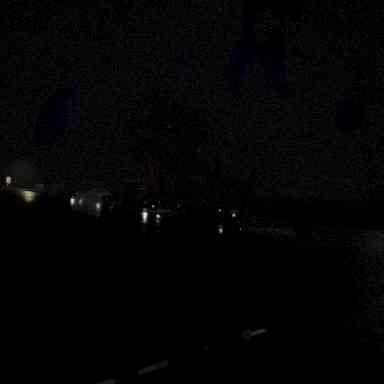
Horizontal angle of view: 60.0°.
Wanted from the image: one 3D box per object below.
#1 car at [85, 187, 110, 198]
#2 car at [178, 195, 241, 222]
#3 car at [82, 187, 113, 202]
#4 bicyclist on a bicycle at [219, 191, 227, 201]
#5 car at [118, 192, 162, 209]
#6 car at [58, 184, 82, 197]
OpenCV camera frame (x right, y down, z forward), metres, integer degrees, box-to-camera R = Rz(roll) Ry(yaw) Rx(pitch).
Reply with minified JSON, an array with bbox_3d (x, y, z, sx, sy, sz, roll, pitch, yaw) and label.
[{"bbox_3d":[-13.131,0.036,45.955,1.994,1.385,4.181,0,2,-35],"label":"car"},{"bbox_3d":[0.990,0.976,21.054,2.128,1.511,4.902,0,2,-35],"label":"car"},{"bbox_3d":[-10.325,0.296,36.946,1.812,1.442,4.674,1,2,-35],"label":"car"},{"bbox_3d":[2.571,0.779,29.151,1.656,1.620,0.582,1,1,-35],"label":"bicyclist on a bicycle"},{"bbox_3d":[-4.666,0.670,28.995,2.033,1.411,5.357,0,2,-35],"label":"car"},{"bbox_3d":[-16.318,-0.106,45.448,2.128,1.511,4.902,1,2,-34],"label":"car"}]
